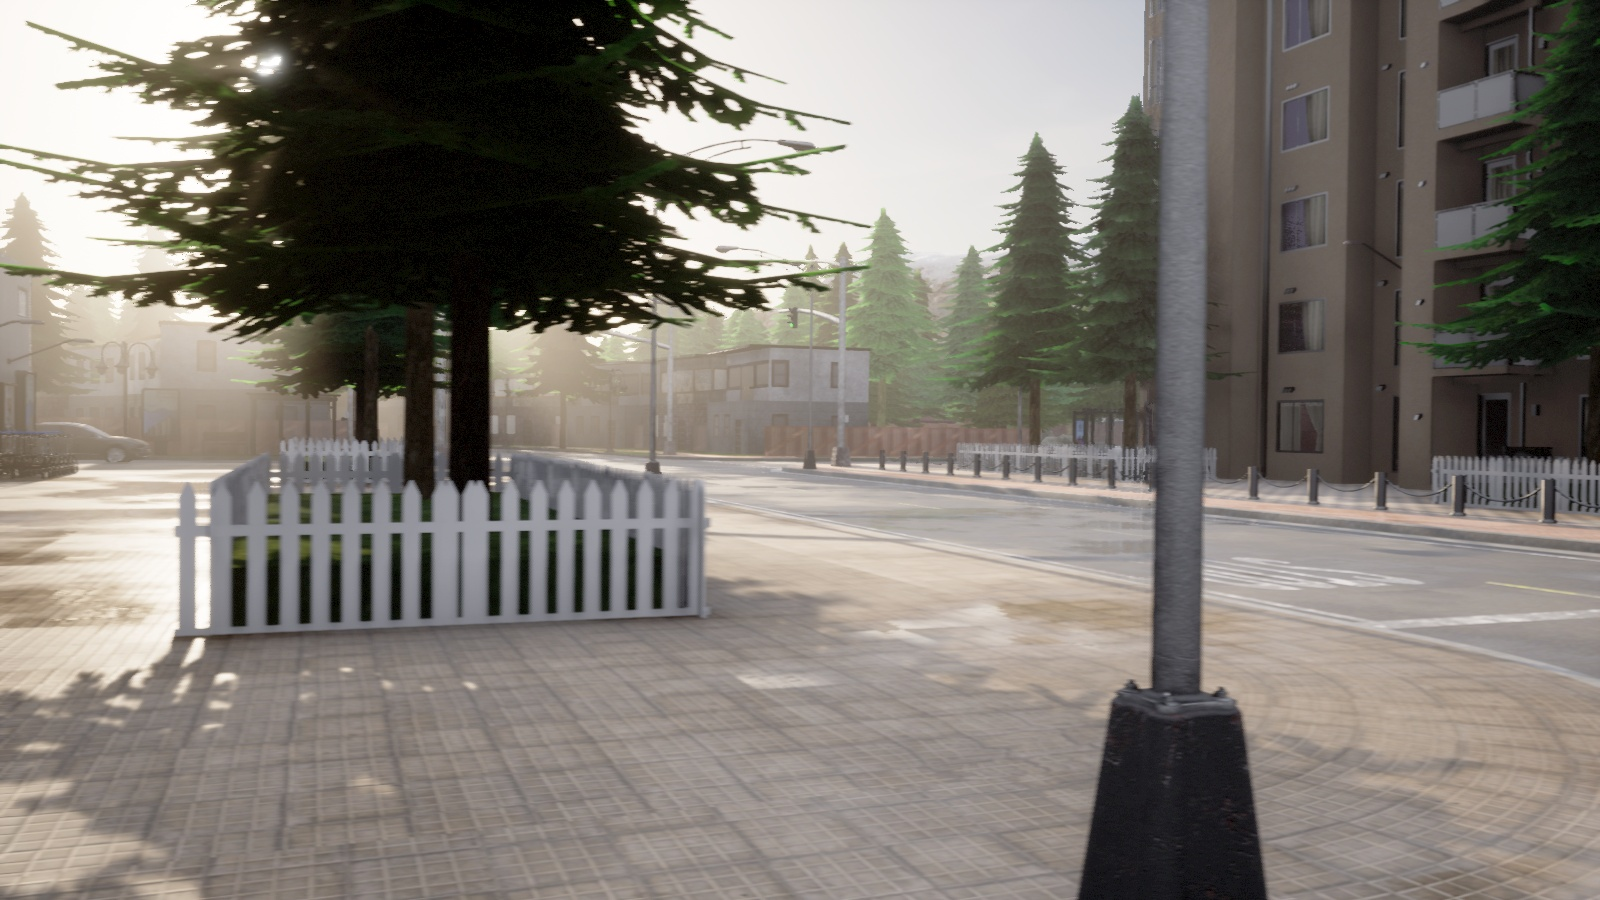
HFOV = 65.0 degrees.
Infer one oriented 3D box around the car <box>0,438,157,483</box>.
[{"bbox_3d":[-25.894,0.351,44.936,4.892,1.490,1.837,-1,1,-20],"label":"car"}]
